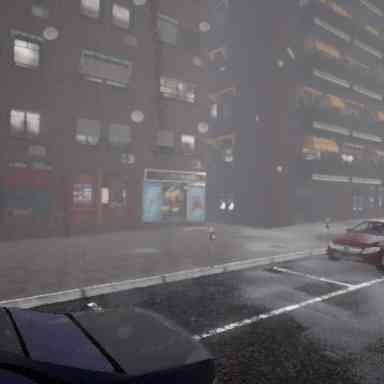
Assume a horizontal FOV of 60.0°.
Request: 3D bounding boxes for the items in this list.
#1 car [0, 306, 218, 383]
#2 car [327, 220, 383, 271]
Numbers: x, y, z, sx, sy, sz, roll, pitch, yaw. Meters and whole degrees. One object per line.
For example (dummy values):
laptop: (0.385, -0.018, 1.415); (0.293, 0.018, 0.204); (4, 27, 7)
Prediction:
car: (-2.242, 1.547, 1.778); (5.357, 1.411, 2.033); (0, 0, -35)
car: (6.193, 1.591, 10.920); (4.206, 1.307, 1.802); (0, 1, -35)
